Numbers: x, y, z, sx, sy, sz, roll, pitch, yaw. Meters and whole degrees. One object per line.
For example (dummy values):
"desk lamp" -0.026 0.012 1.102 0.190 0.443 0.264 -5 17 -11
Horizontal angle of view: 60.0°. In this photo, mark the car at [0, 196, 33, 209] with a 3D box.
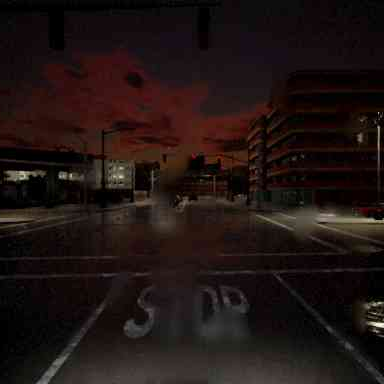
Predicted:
"car" -23.315 1.294 42.064 4.611 1.667 2.242 0 0 1

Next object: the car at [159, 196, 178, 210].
"car" -3.101 1.504 43.504 1.837 1.490 4.892 0 0 -1

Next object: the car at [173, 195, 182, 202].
"car" -3.344 1.530 77.750 1.994 1.385 4.181 0 0 0

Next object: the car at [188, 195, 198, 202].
"car" 0.204 1.345 72.175 1.837 1.490 4.892 0 0 0

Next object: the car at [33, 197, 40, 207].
"car" -24.033 1.454 47.814 3.806 1.475 1.970 0 0 1

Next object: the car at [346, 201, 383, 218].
"car" 16.299 1.600 28.660 4.718 1.301 1.895 0 0 -3

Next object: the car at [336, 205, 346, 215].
"car" 16.215 1.563 32.143 4.181 1.385 1.994 0 0 1

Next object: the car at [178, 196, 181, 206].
"car" -3.215 1.351 52.742 2.097 1.767 4.553 0 0 0
